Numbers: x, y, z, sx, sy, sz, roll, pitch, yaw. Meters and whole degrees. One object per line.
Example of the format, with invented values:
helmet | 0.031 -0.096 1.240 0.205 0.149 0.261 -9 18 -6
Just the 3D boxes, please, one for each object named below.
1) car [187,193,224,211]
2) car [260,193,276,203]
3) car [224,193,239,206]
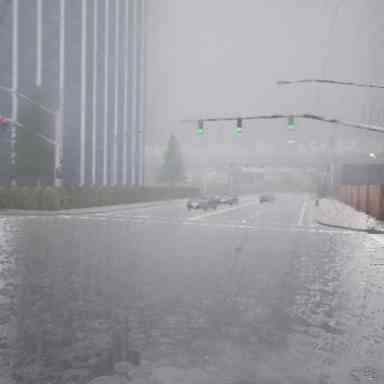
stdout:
car | 1.054 0.951 31.113 2.128 1.511 4.902 1 1 19
car | 10.998 0.867 48.143 2.033 1.411 5.357 1 1 20
car | 4.435 0.838 40.589 2.128 1.511 4.902 1 1 20
